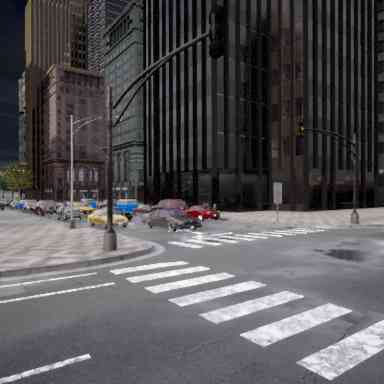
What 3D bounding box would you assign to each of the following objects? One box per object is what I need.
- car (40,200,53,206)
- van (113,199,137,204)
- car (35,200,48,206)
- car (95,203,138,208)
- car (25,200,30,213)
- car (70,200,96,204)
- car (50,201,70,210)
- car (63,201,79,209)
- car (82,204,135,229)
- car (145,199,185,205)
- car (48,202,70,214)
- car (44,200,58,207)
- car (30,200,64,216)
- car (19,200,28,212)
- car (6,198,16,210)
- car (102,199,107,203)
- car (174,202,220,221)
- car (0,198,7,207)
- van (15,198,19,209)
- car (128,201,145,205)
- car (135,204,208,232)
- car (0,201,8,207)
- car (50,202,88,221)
[{"bbox_3d":[-34.761,2.666,79.183,1.947,1.339,4.313,-1,0,-35],"label":"car"},{"bbox_3d":[-8.225,1.838,41.939,1.690,1.788,3.998,-1,0,-35],"label":"van"},{"bbox_3d":[-37.778,2.716,83.421,2.008,1.369,4.403,-1,0,-35],"label":"car"},{"bbox_3d":[-7.089,1.982,30.223,1.895,1.301,4.718,0,-1,-36],"label":"car"},{"bbox_3d":[-20.505,2.199,44.460,1.887,1.381,4.507,-1,0,-35],"label":"car"},{"bbox_3d":[-12.751,1.992,38.192,1.882,1.535,5.008,0,-1,-35],"label":"car"},{"bbox_3d":[-23.046,2.345,57.982,2.033,1.411,5.357,0,-1,-35],"label":"car"},{"bbox_3d":[-22.692,2.412,62.231,1.802,1.307,4.206,-1,0,-35],"label":"car"},{"bbox_3d":[-6.238,1.846,24.421,1.752,1.417,4.829,-1,0,-35],"label":"car"},{"bbox_3d":[-2.334,1.673,33.644,2.192,1.841,5.009,-1,0,-35],"label":"car"},{"bbox_3d":[-18.594,2.176,46.462,1.812,1.442,4.674,0,-1,-35],"label":"car"},{"bbox_3d":[-31.743,2.600,74.945,1.947,1.339,4.313,-1,0,-35],"label":"car"},{"bbox_3d":[-17.676,1.903,40.480,2.192,1.841,5.009,-1,0,-35],"label":"car"},{"bbox_3d":[-23.341,2.160,48.440,1.967,1.590,4.097,-1,0,-35],"label":"car"},{"bbox_3d":[-31.945,2.357,60.526,1.967,1.590,4.097,-1,0,-35],"label":"car"},{"bbox_3d":[-11.171,1.880,46.087,2.192,1.841,5.009,-1,0,-35],"label":"car"},{"bbox_3d":[0.616,1.834,29.497,1.887,1.381,4.507,-1,0,-35],"label":"car"},{"bbox_3d":[-41.300,2.670,73.668,1.887,1.381,4.507,-1,0,-35],"label":"car"},{"bbox_3d":[-26.177,2.126,52.420,1.690,1.788,3.998,-1,0,-35],"label":"van"},{"bbox_3d":[-5.274,2.009,37.791,1.802,1.307,4.206,-1,0,-35],"label":"car"},{"bbox_3d":[-1.528,1.798,22.412,2.033,1.411,5.357,0,-1,-36],"label":"car"},{"bbox_3d":[-44.418,2.774,78.049,1.802,1.307,4.206,-1,0,-35],"label":"car"},{"bbox_3d":[-12.004,2.007,32.520,2.008,1.369,4.403,-1,0,-35],"label":"car"}]
